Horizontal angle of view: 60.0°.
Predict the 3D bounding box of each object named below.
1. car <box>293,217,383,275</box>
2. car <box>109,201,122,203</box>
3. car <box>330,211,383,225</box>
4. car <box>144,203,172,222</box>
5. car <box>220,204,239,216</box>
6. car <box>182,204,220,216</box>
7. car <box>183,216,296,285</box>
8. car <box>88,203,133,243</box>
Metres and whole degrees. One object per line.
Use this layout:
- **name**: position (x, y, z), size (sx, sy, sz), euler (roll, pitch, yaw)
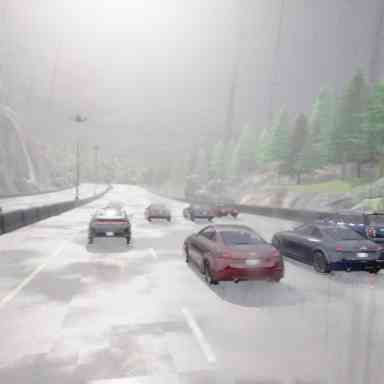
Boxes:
- **car**: position (4.316, 1.729, 11.222), size (1.994, 1.385, 4.181), euler (1, 0, -12)
- **car**: position (-7.634, 1.574, 33.166), size (1.812, 1.442, 4.674), euler (1, 0, -12)
- **car**: position (7.117, 1.600, 14.820), size (2.097, 1.767, 4.553), euler (1, 0, -12)
- **car**: position (-2.904, 1.663, 27.900), size (2.033, 1.411, 5.357), euler (1, 0, -12)
- **car**: position (3.035, 1.880, 33.501), size (1.895, 1.301, 4.718), euler (1, 0, -12)
- **car**: position (0.466, 1.742, 28.867), size (2.033, 1.411, 5.357), euler (1, 0, -12)
- **car**: position (1.025, 1.650, 9.891), size (1.994, 1.385, 4.181), euler (1, 0, -12)
- **car**: position (-3.913, 1.511, 16.115), size (2.128, 1.511, 4.902), euler (1, 0, -12)
